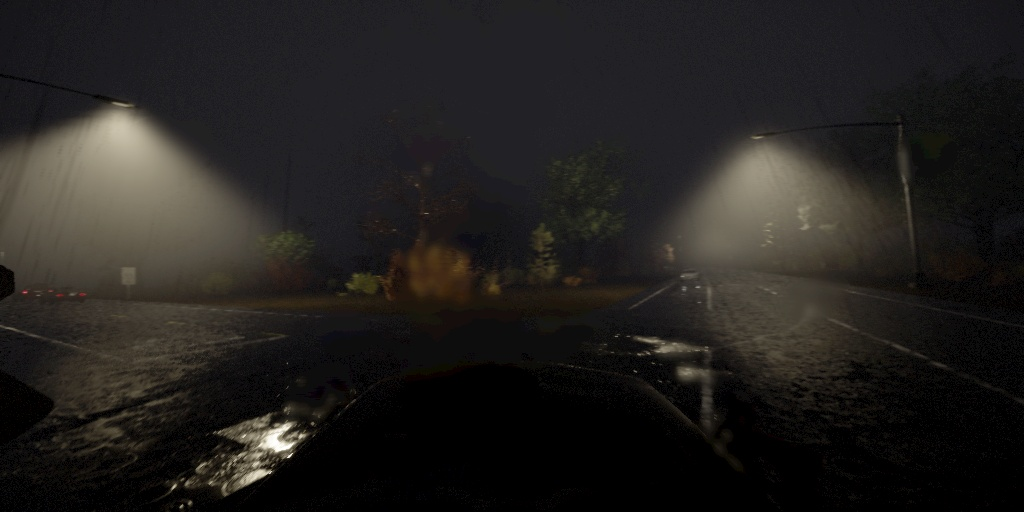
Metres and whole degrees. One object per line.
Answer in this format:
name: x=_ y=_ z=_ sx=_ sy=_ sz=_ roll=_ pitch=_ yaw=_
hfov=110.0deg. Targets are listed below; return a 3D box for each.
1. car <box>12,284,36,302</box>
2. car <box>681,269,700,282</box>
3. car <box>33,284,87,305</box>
car: x=-46.939 y=3.523 z=35.179 sx=4.553 sy=1.767 sz=2.097 roll=-3 pitch=-2 yaw=29
car: x=21.380 y=2.316 z=43.090 sx=1.812 sy=1.442 sz=4.674 roll=-5 pitch=-3 yaw=28
car: x=-37.655 y=3.281 z=30.083 sx=5.357 sy=1.411 sz=2.033 roll=-3 pitch=-2 yaw=29
